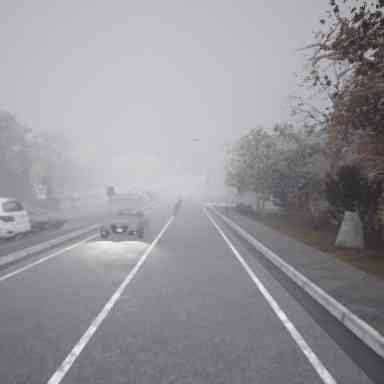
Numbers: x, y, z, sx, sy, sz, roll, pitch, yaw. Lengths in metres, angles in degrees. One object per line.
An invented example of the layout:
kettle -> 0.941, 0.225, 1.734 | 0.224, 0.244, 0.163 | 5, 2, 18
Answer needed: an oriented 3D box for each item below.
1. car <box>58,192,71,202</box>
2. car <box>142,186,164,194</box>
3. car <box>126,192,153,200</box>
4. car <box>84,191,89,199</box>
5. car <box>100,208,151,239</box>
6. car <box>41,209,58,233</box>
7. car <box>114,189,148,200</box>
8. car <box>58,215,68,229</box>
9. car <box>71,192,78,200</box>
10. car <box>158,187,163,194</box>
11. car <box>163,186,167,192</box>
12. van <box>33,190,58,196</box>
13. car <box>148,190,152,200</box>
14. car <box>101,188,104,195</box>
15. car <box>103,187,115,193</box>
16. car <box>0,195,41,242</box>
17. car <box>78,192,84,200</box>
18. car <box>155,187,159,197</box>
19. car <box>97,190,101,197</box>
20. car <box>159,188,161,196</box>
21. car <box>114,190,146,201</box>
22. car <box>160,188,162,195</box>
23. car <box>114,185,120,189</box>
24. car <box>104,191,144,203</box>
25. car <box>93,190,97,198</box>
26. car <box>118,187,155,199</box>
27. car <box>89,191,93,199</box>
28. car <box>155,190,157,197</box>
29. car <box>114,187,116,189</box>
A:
car -> -23.241, 0.889, 55.499 | 4.674, 1.452, 2.002 | 0, 0, 0
car -> -10.023, 0.102, 83.469 | 4.553, 1.767, 2.185 | 0, 2, 0
car -> -10.101, 0.770, 63.977 | 4.892, 1.521, 2.231 | 0, 1, 0
car -> -23.373, 0.761, 63.999 | 5.366, 1.575, 1.946 | 0, 1, 0
car -> -3.279, 1.532, 17.049 | 1.994, 1.385, 4.181 | 0, 0, 0
car -> -10.099, 1.548, 17.457 | 5.008, 1.535, 2.097 | 0, 0, 0
car -> -10.189, 0.728, 55.615 | 4.553, 1.767, 2.185 | 0, 0, 0
car -> -10.050, 1.588, 20.232 | 4.792, 1.488, 2.163 | 0, 0, 0
car -> -23.249, 0.859, 58.411 | 4.792, 1.488, 2.163 | 0, 0, 0
car -> -10.039, 0.206, 80.691 | 4.553, 1.767, 2.185 | 0, 2, 0
car -> -9.952, -0.006, 89.045 | 5.008, 1.535, 2.097 | 0, 3, 0
van -> -23.144, 0.647, 50.039 | 4.442, 1.987, 1.878 | 1, 0, 0
car -> -10.135, 0.835, 58.394 | 5.008, 1.535, 2.097 | 0, 1, 0
car -> -23.115, 0.510, 75.149 | 4.892, 1.521, 2.231 | 0, 2, 0
car -> -22.887, 0.225, 83.378 | 5.366, 1.575, 1.946 | 0, 2, 0
car -> -10.137, 1.288, 14.682 | 5.566, 2.045, 2.435 | 0, 0, 0
car -> -23.390, 0.799, 61.204 | 5.366, 1.575, 1.946 | 0, 1, 0
car -> -10.026, 0.465, 72.333 | 4.553, 1.767, 2.185 | 0, 2, 0
car -> -23.133, 0.590, 72.233 | 5.008, 1.535, 2.097 | 0, 2, 0
car -> -10.012, 0.542, 75.124 | 4.792, 1.488, 2.163 | 0, 2, 0
car -> -10.203, 0.894, 52.829 | 4.792, 1.488, 2.163 | 0, 0, 0
car -> -10.054, 0.456, 77.910 | 4.792, 1.488, 2.163 | 0, 2, 0
car -> -23.067, -0.255, 88.942 | 5.566, 2.045, 2.435 | 0, 3, 0
car -> -10.161, 0.905, 50.045 | 4.792, 1.488, 2.163 | 0, 0, 0
car -> -23.150, 0.658, 69.444 | 5.008, 1.535, 2.097 | 0, 1, 0
car -> -10.153, 0.555, 61.185 | 5.566, 2.045, 2.435 | 0, 1, 0
car -> -23.142, 0.749, 66.653 | 4.792, 1.488, 2.163 | 0, 1, 0
car -> -10.062, 0.751, 66.756 | 4.792, 1.488, 2.163 | 0, 1, 0
car -> -23.061, 0.116, 86.167 | 5.008, 1.535, 2.097 | 0, 2, 0
